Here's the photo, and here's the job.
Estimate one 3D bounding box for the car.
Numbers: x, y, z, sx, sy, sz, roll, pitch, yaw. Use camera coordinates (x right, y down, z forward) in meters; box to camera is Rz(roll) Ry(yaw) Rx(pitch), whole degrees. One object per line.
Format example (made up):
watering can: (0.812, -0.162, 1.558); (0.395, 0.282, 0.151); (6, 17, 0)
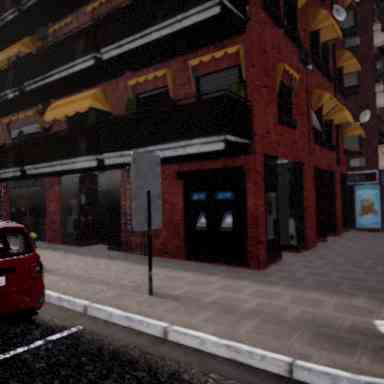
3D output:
car: (-4.754, 1.424, 6.170); (5.009, 1.841, 2.192); (-1, -2, 36)
